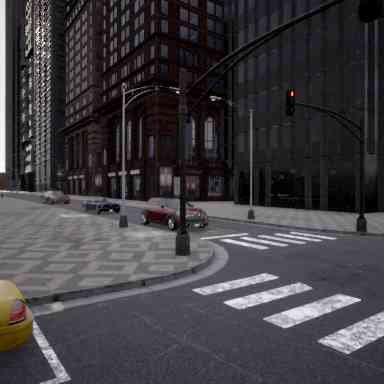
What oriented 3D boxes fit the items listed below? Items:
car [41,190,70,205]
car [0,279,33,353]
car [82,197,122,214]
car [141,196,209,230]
[{"bbox_3d":[-16.126,0.606,39.781,2.097,1.767,4.553,0,1,-36],"label":"car"},{"bbox_3d":[-4.393,1.525,3.515,4.829,1.417,1.752,0,0,-35],"label":"car"},{"bbox_3d":[-7.643,1.112,27.978,1.895,1.301,4.718,0,1,-36],"label":"car"},{"bbox_3d":[-1.055,1.072,18.841,2.097,1.767,4.553,0,1,-36],"label":"car"}]
